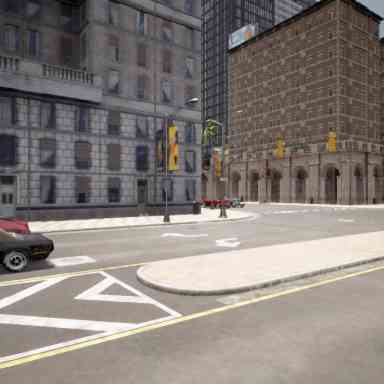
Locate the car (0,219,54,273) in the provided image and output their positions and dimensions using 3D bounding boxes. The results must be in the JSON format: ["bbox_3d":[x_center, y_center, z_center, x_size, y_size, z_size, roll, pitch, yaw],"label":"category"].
[{"bbox_3d":[-6.499,1.601,9.208,4.718,1.301,1.895,0,0,-35],"label":"car"}]

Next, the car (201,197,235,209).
[{"bbox_3d":[3.280,1.478,46.419,1.882,1.535,5.008,0,0,-35],"label":"car"}]

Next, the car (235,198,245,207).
[{"bbox_3d":[5.710,1.491,49.049,2.128,1.511,4.902,0,0,-35],"label":"car"}]

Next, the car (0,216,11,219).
[{"bbox_3d":[-8.443,1.526,12.113,4.674,1.442,1.812,0,0,-35],"label":"car"}]

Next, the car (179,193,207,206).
[{"bbox_3d":[0.072,1.221,57.150,2.150,2.045,5.566,0,0,-34],"label":"car"}]
